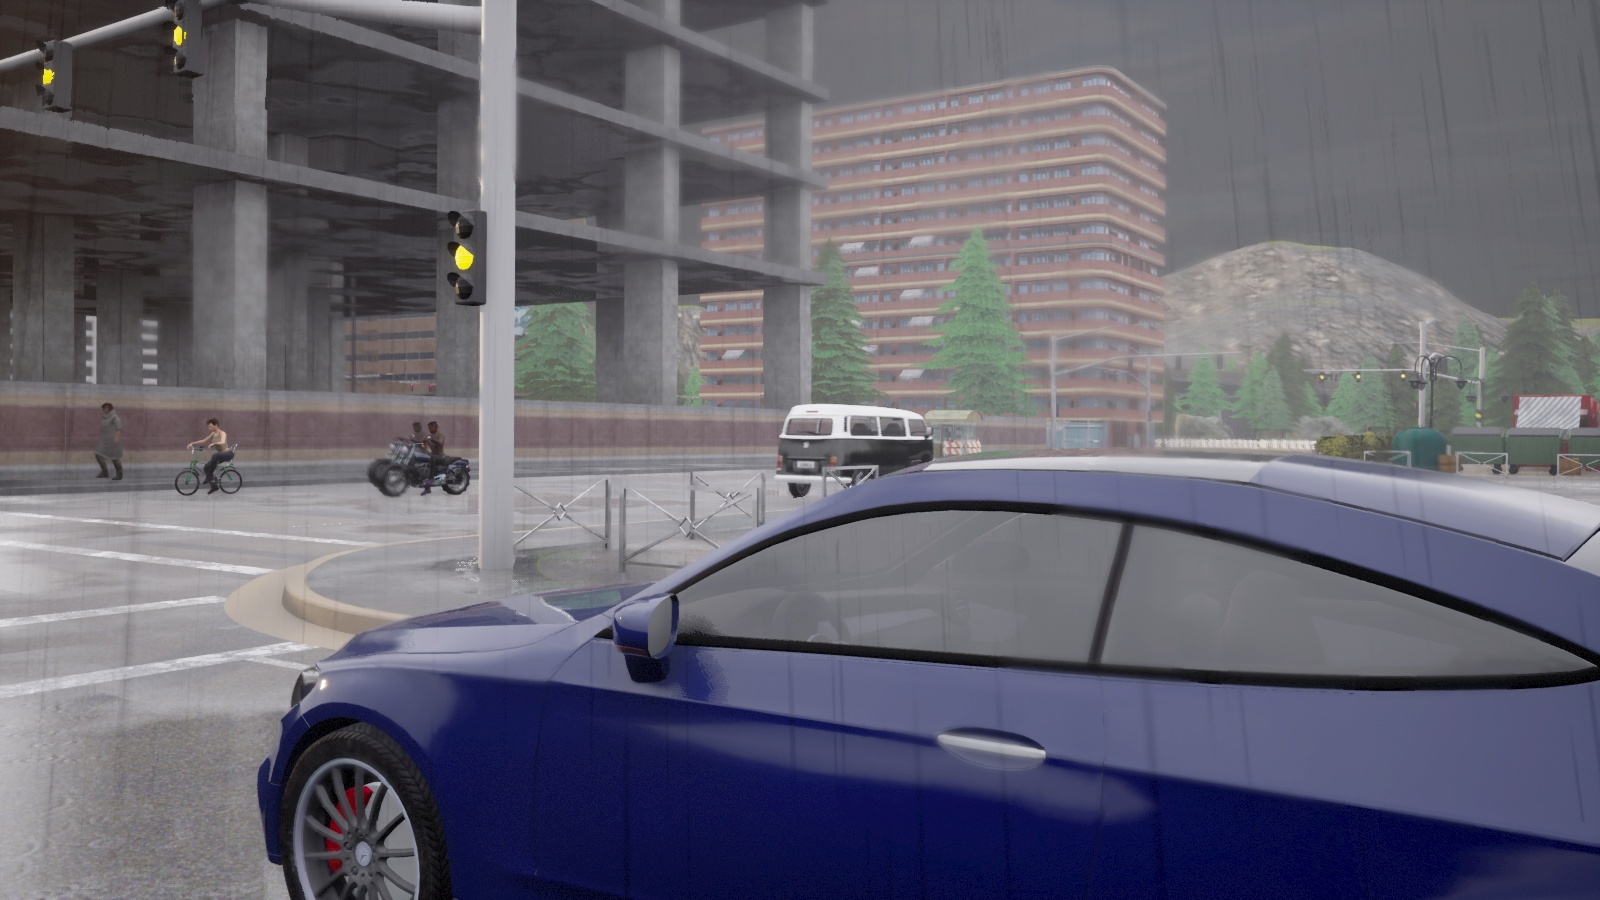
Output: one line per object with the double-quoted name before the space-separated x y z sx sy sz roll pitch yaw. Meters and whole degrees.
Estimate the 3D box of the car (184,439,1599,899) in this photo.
"car" 0.620 0.708 3.212 4.674 1.442 1.812 0 1 34

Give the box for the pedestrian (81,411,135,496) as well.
"pedestrian" -16.284 0.079 29.572 0.659 1.952 0.873 0 1 29

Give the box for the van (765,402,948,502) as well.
"van" 1.359 0.003 28.133 2.069 2.038 4.480 0 1 33

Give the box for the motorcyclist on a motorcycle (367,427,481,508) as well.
"motorcyclist on a motorcycle" -7.963 0.334 26.710 0.766 1.649 2.350 0 1 33

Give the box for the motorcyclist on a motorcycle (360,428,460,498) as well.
"motorcyclist on a motorcycle" -9.515 0.293 30.715 0.766 1.649 2.350 0 1 33

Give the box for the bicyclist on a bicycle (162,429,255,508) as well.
"bicyclist on a bicycle" -12.388 0.365 26.348 0.866 1.612 1.509 0 1 34
